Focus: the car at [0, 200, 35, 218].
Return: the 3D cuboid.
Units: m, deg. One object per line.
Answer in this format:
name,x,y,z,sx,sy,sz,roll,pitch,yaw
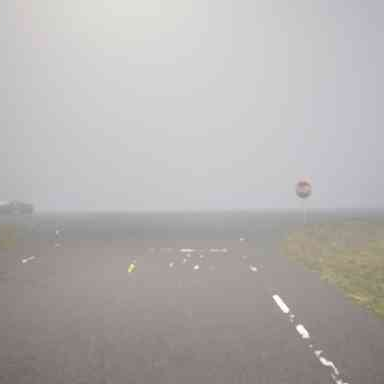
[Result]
car,-16.291,1.492,29.041,4.902,1.511,2.128,-1,-3,1
